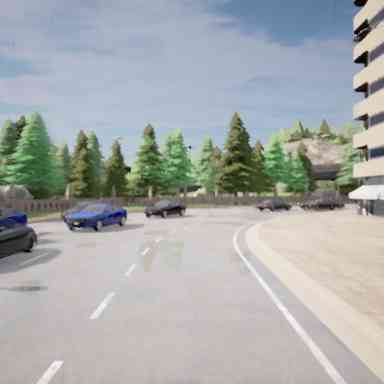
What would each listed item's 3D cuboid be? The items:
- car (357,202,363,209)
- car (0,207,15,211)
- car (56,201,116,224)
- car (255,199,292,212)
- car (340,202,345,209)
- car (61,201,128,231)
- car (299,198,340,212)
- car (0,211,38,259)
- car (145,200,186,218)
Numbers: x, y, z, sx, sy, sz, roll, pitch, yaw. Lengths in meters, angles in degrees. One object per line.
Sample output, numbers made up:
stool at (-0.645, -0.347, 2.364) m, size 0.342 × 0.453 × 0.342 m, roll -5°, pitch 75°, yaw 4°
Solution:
car at (24.355, 1.624, 43.905) m, size 4.718 × 1.301 × 1.895 m, roll 0°, pitch 0°, yaw -15°
car at (-9.971, 1.458, 15.875) m, size 1.882 × 1.535 × 5.008 m, roll 0°, pitch 0°, yaw 7°
car at (-7.954, 1.488, 25.600) m, size 1.837 × 1.490 × 4.892 m, roll 0°, pitch 0°, yaw 19°
car at (9.725, 1.553, 39.653) m, size 5.357 × 1.411 × 2.033 m, roll 0°, pitch 0°, yaw -41°
car at (18.252, 1.563, 45.391) m, size 5.357 × 1.411 × 2.033 m, roll 0°, pitch 0°, yaw -22°
car at (-5.750, 1.464, 20.706) m, size 1.882 × 1.535 × 5.008 m, roll 0°, pitch 0°, yaw 14°
car at (15.028, 1.613, 39.639) m, size 4.718 × 1.301 × 1.895 m, roll 0°, pitch 0°, yaw -34°
car at (-6.833, 1.548, 10.896) m, size 1.994 × 1.385 × 4.181 m, roll 0°, pitch 0°, yaw 0°
car at (-2.343, 1.468, 30.198) m, size 1.882 × 1.535 × 5.008 m, roll 0°, pitch 0°, yaw 27°
